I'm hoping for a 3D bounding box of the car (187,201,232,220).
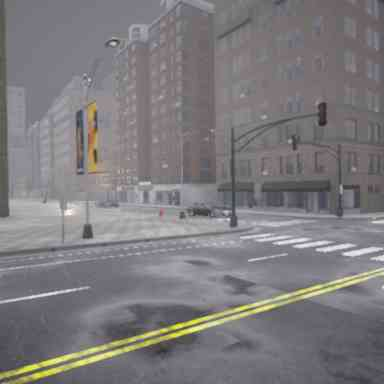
[{"bbox_3d":[1.476,1.572,29.575,2.128,1.511,4.902,-1,1,-35],"label":"car"}]

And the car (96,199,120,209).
[{"bbox_3d":[-12.607,1.713,49.614,2.033,1.411,5.357,-1,0,-35],"label":"car"}]
